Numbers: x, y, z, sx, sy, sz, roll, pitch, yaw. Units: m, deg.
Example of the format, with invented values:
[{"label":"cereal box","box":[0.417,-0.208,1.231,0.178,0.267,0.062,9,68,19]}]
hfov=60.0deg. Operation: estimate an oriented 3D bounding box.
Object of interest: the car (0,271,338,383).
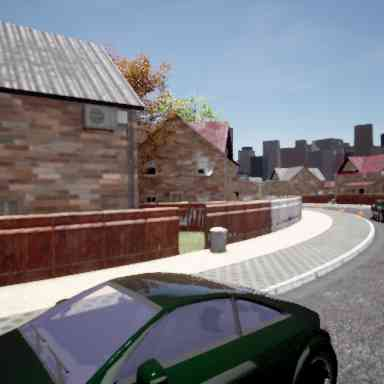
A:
[{"label":"car","box":[-0.479,1.551,3.058,4.181,1.385,1.994,-1,0,-39]}]

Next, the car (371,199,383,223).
[{"label":"car","box":[13.480,1.249,22.561,1.837,1.490,4.892,0,0,18]}]
